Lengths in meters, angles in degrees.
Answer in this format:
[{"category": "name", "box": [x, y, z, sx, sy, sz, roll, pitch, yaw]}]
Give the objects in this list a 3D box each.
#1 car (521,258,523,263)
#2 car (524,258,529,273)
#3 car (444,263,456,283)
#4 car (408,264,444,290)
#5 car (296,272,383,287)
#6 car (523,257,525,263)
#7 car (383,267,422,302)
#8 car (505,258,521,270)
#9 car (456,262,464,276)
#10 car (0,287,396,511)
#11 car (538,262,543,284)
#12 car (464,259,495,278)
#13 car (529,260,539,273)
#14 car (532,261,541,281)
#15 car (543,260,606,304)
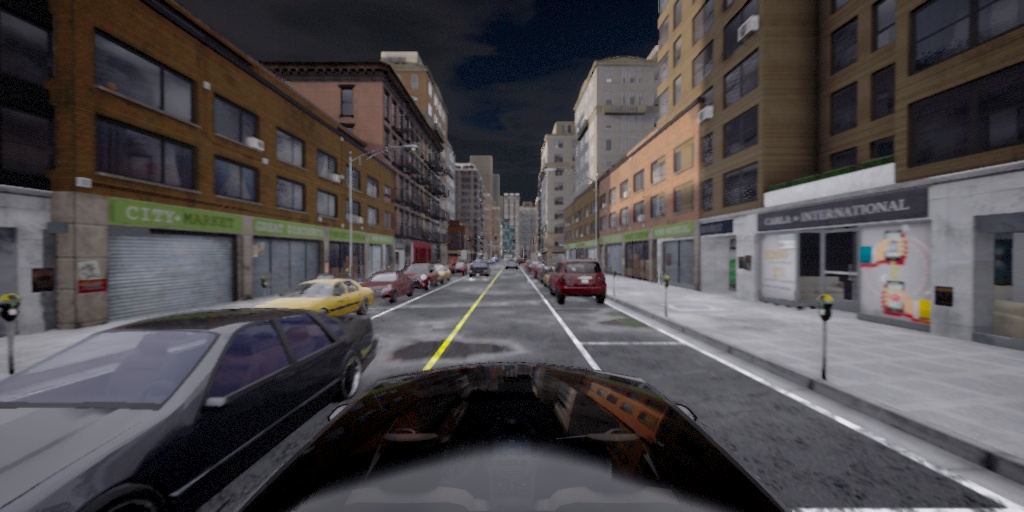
[{"category": "car", "box": [2.847, 1.365, 60.504, 1.751, 1.417, 4.829, 0, 0, 0]}, {"category": "car", "box": [2.849, 1.238, 43.843, 1.967, 1.591, 4.097, 0, 0, 0]}, {"category": "car", "box": [-5.674, 1.294, 27.181, 1.751, 1.417, 4.829, 0, 0, 0]}, {"category": "car", "box": [-5.673, 1.201, 21.855, 1.967, 1.591, 4.097, 0, 0, 0]}, {"category": "car", "box": [-5.671, 1.277, 10.692, 1.751, 1.417, 4.829, 0, 0, 0]}, {"category": "car", "box": [2.848, 1.250, 49.340, 1.967, 1.591, 4.097, 0, 0, 0]}, {"category": "car", "box": [-5.672, 1.338, 16.358, 1.802, 1.307, 4.207, 0, 0, 0]}, {"category": "car", "box": [-0.009, 1.388, 54.600, 1.994, 1.385, 4.181, 0, 0, 0]}, {"category": "car", "box": [-5.675, 1.332, 38.345, 1.888, 1.381, 4.507, 0, 0, 0]}, {"category": "car", "box": [-3.095, 1.298, 3.625, 2.033, 1.411, 5.357, 0, 0, 0]}, {"category": "car", "box": [2.852, 1.287, 22.027, 1.751, 1.417, 4.829, 0, 0, 0]}, {"category": "car", "box": [-3.043, 1.329, 35.058, 2.033, 1.411, 5.357, 0, 0, 1]}, {"category": "car", "box": [2.851, 1.322, 32.850, 1.888, 1.381, 4.507, 0, 0, 0]}, {"category": "car", "box": [2.852, 1.319, 27.353, 2.007, 1.370, 4.403, 0, 0, 0]}, {"category": "car", "box": [2.854, 1.071, 16.360, 2.192, 1.841, 5.009, 0, 0, 0]}]
